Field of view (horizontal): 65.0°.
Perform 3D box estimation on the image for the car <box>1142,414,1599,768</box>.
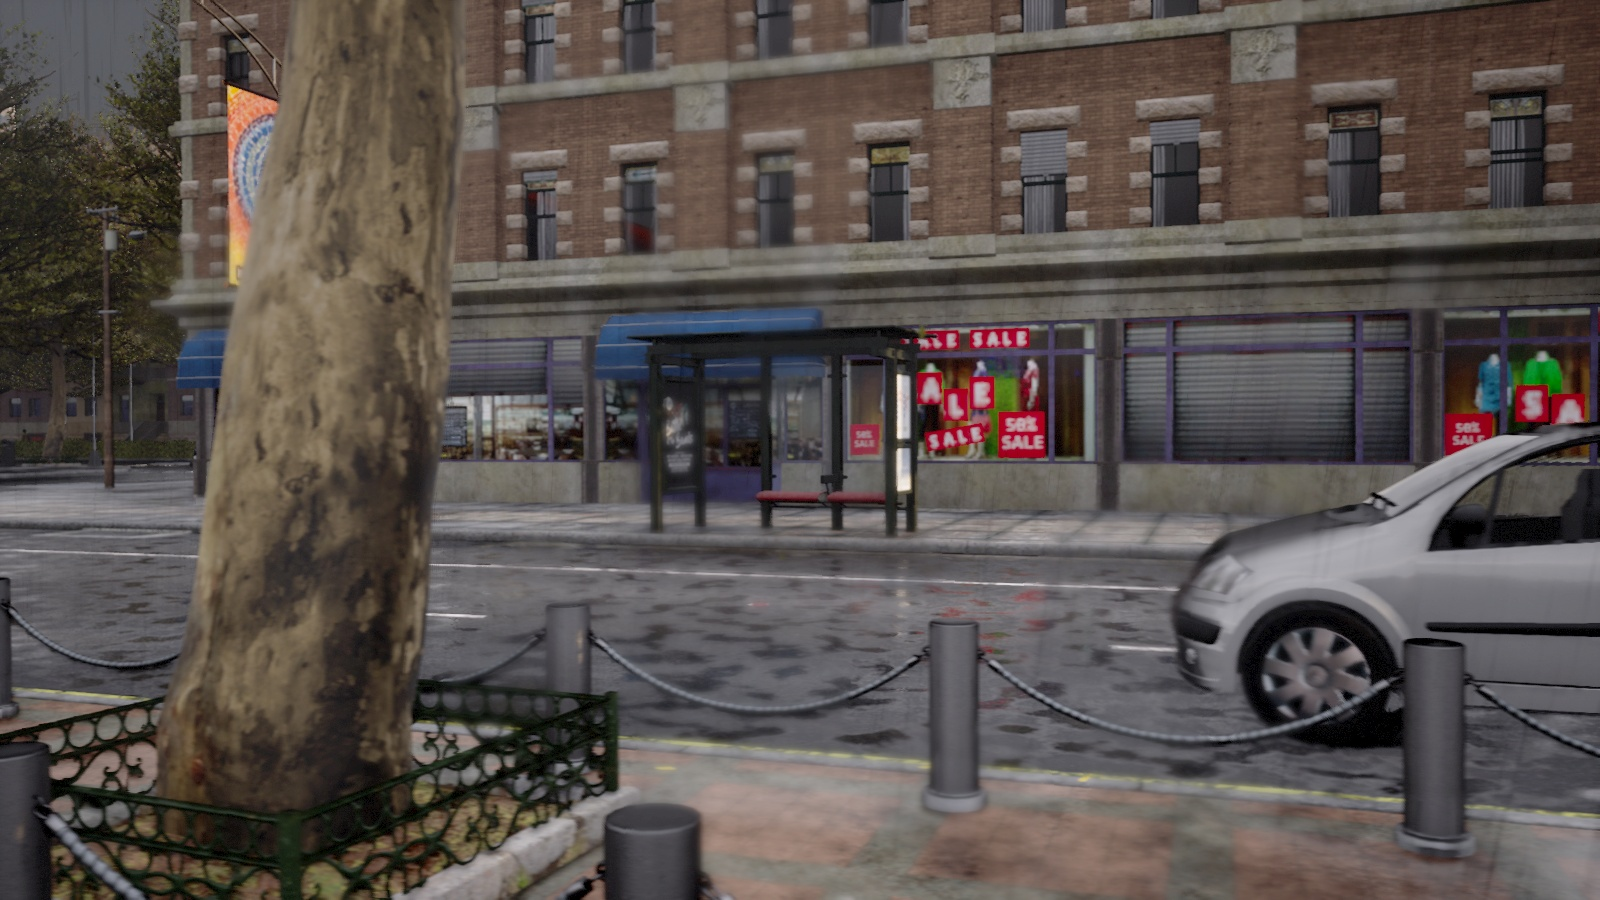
[{"bbox_3d":[3.926,0.631,6.618,3.988,1.617,1.851,0,1,19],"label":"car"}]
